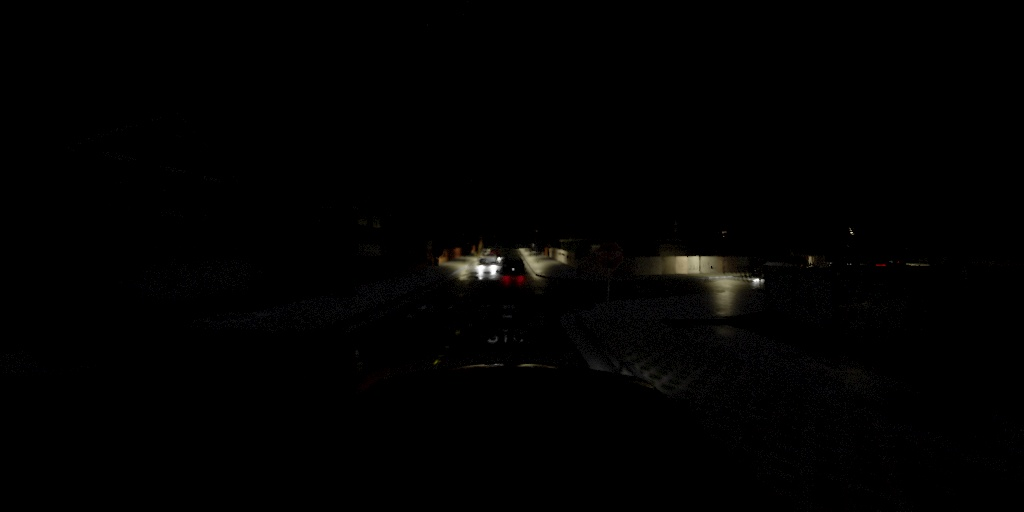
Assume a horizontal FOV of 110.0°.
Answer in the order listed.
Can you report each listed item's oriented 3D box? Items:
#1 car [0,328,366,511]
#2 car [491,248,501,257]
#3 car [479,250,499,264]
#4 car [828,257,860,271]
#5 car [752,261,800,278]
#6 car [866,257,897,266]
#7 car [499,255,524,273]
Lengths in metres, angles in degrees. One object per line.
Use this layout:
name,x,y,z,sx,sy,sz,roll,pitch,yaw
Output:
car,-2.797,1.294,2.279,2.033,1.411,5.357,0,0,0
car,-2.789,-0.532,59.123,1.812,1.442,4.674,0,2,0
car,-2.839,0.248,42.610,1.895,1.301,4.718,0,2,0
car,37.987,0.929,41.043,4.553,1.767,2.097,0,1,-37
car,22.360,1.120,30.149,5.357,1.411,2.033,0,1,-33
car,40.028,1.114,39.048,4.892,1.490,1.837,0,1,-38
car,0.095,0.705,31.672,1.895,1.301,4.718,0,2,0
